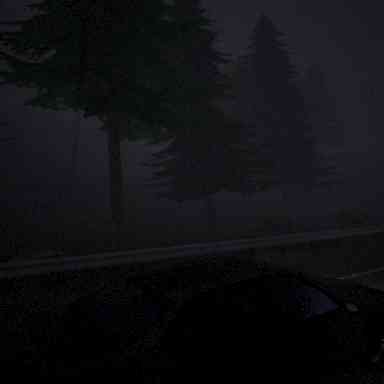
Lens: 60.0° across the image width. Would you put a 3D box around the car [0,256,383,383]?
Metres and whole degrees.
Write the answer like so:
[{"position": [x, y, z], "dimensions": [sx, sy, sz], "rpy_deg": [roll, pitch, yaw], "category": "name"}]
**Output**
[{"position": [0.478, 1.543, 4.025], "dimensions": [5.357, 1.411, 2.033], "rpy_deg": [0, 0, -35], "category": "car"}]
